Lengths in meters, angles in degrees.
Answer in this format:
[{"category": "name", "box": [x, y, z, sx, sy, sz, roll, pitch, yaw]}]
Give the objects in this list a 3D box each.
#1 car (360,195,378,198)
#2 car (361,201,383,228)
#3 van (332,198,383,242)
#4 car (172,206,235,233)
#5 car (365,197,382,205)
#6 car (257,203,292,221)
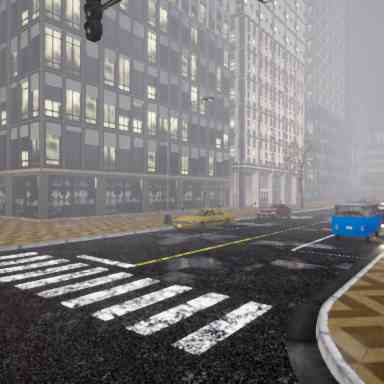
[{"category": "car", "box": [30.925, 1.377, 58.463, 2.192, 1.841, 5.009, 0, 0, 38]}, {"category": "car", "box": [13.172, 1.471, 22.912, 1.967, 1.590, 4.097, 0, 0, 38]}, {"category": "van", "box": [8.164, 1.366, 16.317, 1.690, 1.788, 3.998, 0, 0, 38]}, {"category": "car", "box": [0.800, 1.535, 20.081, 1.752, 1.417, 4.829, 0, 0, 38]}, {"category": "car", "box": [34.348, 1.621, 62.848, 2.008, 1.369, 4.403, 0, 0, 38]}, {"category": "car", "box": [6.960, 1.599, 27.762, 1.802, 1.307, 4.206, 0, 0, 38]}]
